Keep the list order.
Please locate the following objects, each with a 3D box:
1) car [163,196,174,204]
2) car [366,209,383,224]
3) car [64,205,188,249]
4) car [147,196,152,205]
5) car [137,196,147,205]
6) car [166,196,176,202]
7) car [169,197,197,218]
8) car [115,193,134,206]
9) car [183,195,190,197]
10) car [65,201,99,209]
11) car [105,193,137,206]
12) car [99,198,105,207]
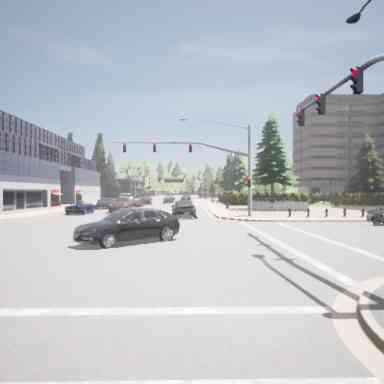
[{"bbox_3d":[-4.577,1.533,64.694,2.033,1.411,5.357,0,0,-1],"label":"car"},{"bbox_3d":[14.353,1.486,22.330,4.902,1.511,2.128,0,0,-1],"label":"car"},{"bbox_3d":[-2.755,1.501,14.682,4.892,1.490,1.837,0,-2,-41],"label":"car"},{"bbox_3d":[-8.053,1.464,57.896,1.882,1.535,5.008,0,0,0],"label":"car"},{"bbox_3d":[-7.910,1.553,46.621,1.994,1.385,4.181,0,0,-1],"label":"car"},{"bbox_3d":[-4.723,1.492,75.330,1.895,1.301,4.718,0,0,-1],"label":"car"},{"bbox_3d":[-0.706,1.499,29.672,1.837,1.490,4.892,-3,0,-6],"label":"car"},{"bbox_3d":[-11.537,1.210,57.156,2.150,2.045,5.566,0,0,0],"label":"car"},{"bbox_3d":[-1.085,1.337,65.338,2.097,1.767,4.553,0,0,-1],"label":"car"},{"bbox_3d":[-11.237,1.593,33.692,1.895,1.301,4.718,0,0,-1],"label":"car"},{"bbox_3d":[-7.775,1.344,36.765,2.097,1.767,4.553,0,0,-1],"label":"car"},{"bbox_3d":[-11.382,1.495,44.136,1.837,1.490,4.892,0,0,-1],"label":"car"}]
